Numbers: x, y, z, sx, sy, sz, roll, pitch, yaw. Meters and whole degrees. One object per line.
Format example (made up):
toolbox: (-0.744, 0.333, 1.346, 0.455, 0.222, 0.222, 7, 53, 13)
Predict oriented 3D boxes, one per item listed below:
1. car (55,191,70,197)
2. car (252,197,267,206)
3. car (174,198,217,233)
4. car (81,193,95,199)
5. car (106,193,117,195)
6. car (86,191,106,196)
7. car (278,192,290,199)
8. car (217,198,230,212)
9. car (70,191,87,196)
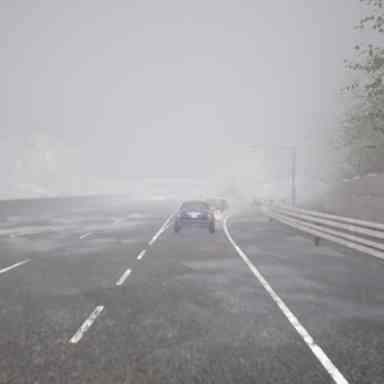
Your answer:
car: (-27.989, 0.790, 73.027, 2.150, 2.045, 5.566, 0, 0, 0)
car: (12.352, 1.667, 59.626, 2.097, 1.767, 4.553, 0, 0, 26)
car: (0.256, 1.234, 19.070, 2.097, 1.767, 4.553, 0, 0, 4)
car: (-27.987, 1.021, 89.308, 2.033, 1.411, 5.357, 0, 0, 0)
car: (-20.987, 1.005, 89.307, 1.812, 1.442, 4.674, 0, 0, 0)
car: (-20.989, 1.117, 73.058, 1.994, 1.385, 4.181, 0, 0, 0)
car: (22.838, 1.329, 83.741, 1.812, 1.442, 4.674, 0, 3, 20)
car: (2.780, 1.394, 35.588, 2.033, 1.411, 5.357, 2, -1, 15)
car: (-24.489, 0.920, 73.087, 2.097, 1.767, 4.553, 0, 0, 0)
